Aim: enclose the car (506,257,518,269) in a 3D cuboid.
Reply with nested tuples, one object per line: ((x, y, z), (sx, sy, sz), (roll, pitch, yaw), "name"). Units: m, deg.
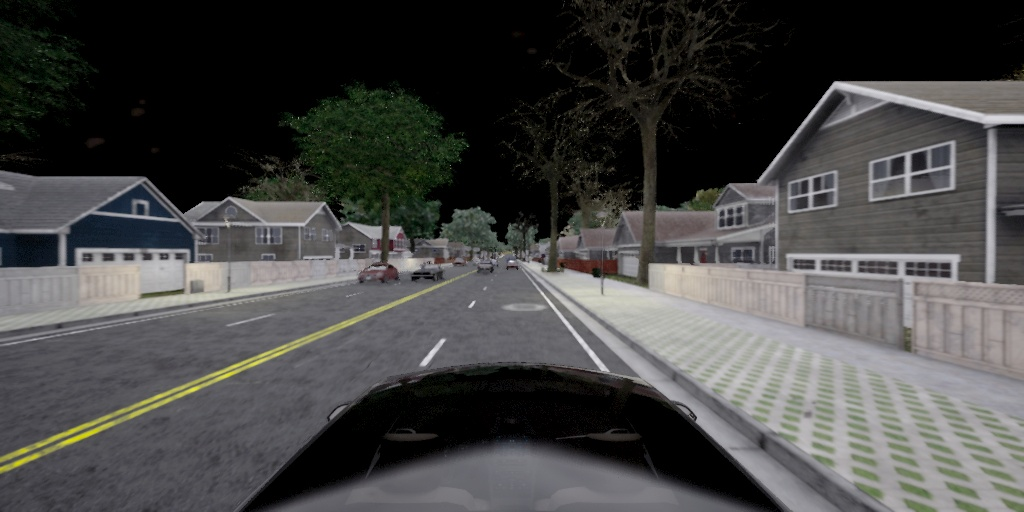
((0.044, 1.291, 55.702), (2.033, 1.411, 5.357), (0, 0, 0), "car")

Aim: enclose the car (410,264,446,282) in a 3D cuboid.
((-6.624, 1.340, 28.553), (1.895, 1.301, 4.718), (0, 0, 0), "car")

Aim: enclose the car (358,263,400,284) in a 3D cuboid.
((-9.871, 1.265, 26.963), (1.812, 1.442, 4.674), (0, 0, 0), "car")

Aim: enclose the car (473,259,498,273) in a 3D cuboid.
((-3.195, 1.232, 44.440), (2.128, 1.511, 4.902), (0, 0, 0), "car")
